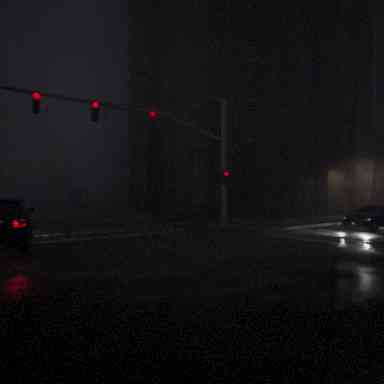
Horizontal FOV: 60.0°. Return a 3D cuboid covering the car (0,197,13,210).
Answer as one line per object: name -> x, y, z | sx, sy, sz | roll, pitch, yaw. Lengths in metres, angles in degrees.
car -> -25.059, 1.477, 44.363 | 1.882, 1.535, 5.008 | 0, 0, -32

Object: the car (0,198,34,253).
car -> -7.639, 1.221, 13.221 | 2.150, 2.045, 5.566 | 1, 0, -25

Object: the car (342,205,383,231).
car -> 11.231, 1.535, 20.595 | 4.674, 1.442, 1.812 | 0, 0, -35
